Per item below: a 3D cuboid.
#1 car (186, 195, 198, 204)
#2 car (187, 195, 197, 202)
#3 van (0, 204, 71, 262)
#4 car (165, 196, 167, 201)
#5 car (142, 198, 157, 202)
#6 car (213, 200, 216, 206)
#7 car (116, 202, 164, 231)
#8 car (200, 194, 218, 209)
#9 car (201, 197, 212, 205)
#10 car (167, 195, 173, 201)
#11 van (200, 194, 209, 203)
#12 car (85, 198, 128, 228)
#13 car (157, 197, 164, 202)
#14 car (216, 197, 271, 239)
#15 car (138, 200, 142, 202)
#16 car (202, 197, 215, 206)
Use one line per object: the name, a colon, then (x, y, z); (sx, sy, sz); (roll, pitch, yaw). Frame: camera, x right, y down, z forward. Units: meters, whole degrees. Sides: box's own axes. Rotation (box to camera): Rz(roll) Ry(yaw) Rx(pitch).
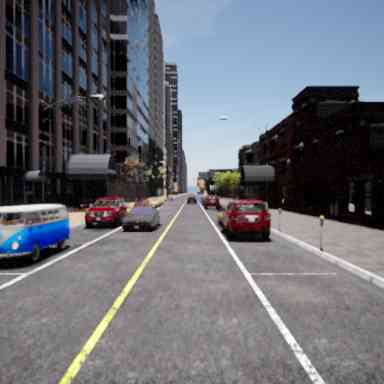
car: (-0.004, 1.552, 62.774); (1.837, 1.490, 4.892); (0, 0, 0)
car: (-0.005, 1.425, 73.058); (2.033, 1.411, 5.357); (0, 0, 0)
van: (-5.706, 1.351, 11.722); (1.690, 1.788, 3.998); (-1, 0, 0)
car: (-5.706, 1.569, 55.830); (1.752, 1.417, 4.829); (-1, 0, 0)
car: (-5.704, 1.576, 39.396); (1.887, 1.381, 4.507); (-1, 0, 0)
car: (2.677, 1.543, 22.952); (1.752, 1.417, 4.829); (-1, 0, 0)
car: (-3.030, 1.565, 20.976); (2.033, 1.411, 5.357); (0, 0, 1)
car: (2.672, 1.350, 44.921); (2.192, 1.841, 5.009); (-1, 0, 0)
car: (2.675, 1.629, 61.523); (1.802, 1.307, 4.206); (-1, 0, 0)
car: (-5.709, 1.505, 83.675); (1.967, 1.590, 4.097); (-1, 0, 0)
van: (2.670, 1.397, 72.592); (1.690, 1.788, 3.998); (-1, 0, 0)
car: (-5.706, 1.334, 22.791); (2.192, 1.841, 5.009); (-1, 0, 0)
car: (-5.706, 1.565, 50.296); (1.752, 1.417, 4.829); (-1, 0, 0)
car: (2.674, 1.329, 17.248); (2.192, 1.841, 5.009); (-1, 0, 0)
car: (-5.704, 1.548, 28.157); (1.752, 1.417, 4.829); (-1, 0, 0)
car: (2.675, 1.609, 55.989); (1.947, 1.339, 4.313); (-1, 0, 0)
